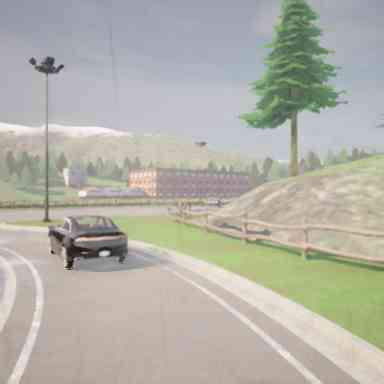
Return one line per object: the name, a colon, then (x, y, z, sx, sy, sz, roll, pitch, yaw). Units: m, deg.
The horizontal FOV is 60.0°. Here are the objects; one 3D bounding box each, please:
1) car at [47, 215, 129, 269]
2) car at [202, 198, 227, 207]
car: (-3.740, 1.545, 11.495, 2.128, 1.511, 4.902, 0, 0, -31)
car: (3.729, 1.782, 55.302, 4.674, 1.442, 1.812, 0, 0, -36)
